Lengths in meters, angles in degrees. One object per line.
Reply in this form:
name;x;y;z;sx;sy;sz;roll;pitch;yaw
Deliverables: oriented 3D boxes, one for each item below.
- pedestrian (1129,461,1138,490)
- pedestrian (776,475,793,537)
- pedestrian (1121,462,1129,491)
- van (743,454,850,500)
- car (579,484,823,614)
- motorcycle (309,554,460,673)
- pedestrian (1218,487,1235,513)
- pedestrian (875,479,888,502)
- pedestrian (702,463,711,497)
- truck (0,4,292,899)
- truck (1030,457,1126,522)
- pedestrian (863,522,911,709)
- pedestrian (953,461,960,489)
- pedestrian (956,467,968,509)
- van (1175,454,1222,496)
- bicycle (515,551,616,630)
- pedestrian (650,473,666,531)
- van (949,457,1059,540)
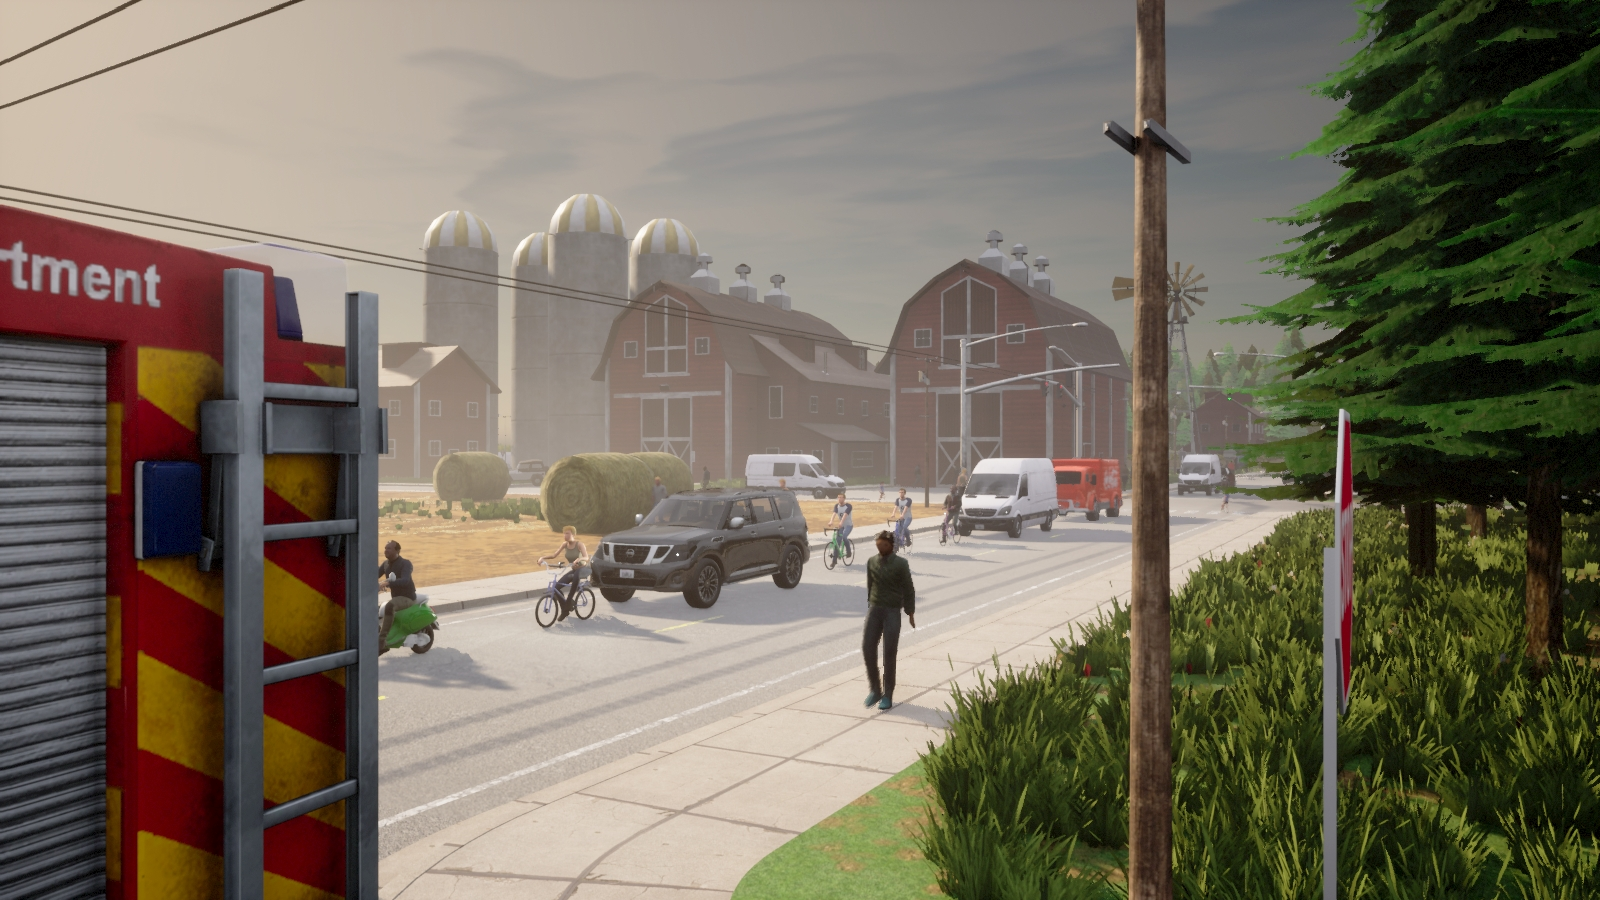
pedestrian;22.179;1.695;75.999;0.375;1.860;0.375;0;0;-19
pedestrian;-0.473;1.695;34.669;0.375;1.860;0.375;0;0;40
pedestrian;20.685;1.694;72.764;0.375;1.860;0.375;0;0;37
van;-0.223;1.504;65.692;5.915;2.561;1.988;0;0;27
car;-1.731;1.779;22.468;2.150;2.045;5.566;0;0;27
motorcycle;-5.546;2.142;15.355;0.856;1.316;1.805;0;0;28
pedestrian;19.027;2.225;50.938;0.500;1.100;0.500;0;0;-23
pedestrian;4.129;2.049;57.810;0.500;1.100;0.500;0;0;32
pedestrian;-5.135;1.670;62.814;0.375;1.860;0.375;0;0;22
truck;-6.045;0.867;3.696;8.468;3.827;2.891;0;0;21
truck;11.544;1.565;47.173;2.627;2.467;5.204;0;0;29
pedestrian;0.905;1.696;11.822;0.375;1.860;0.375;0;0;27
pedestrian;10.604;1.703;77.335;0.375;1.860;0.375;0;0;28
pedestrian;7.226;1.681;50.952;0.375;1.860;0.375;0;0;30
van;25.711;1.534;73.539;1.988;2.561;5.915;0;0;28
bicycle;-3.806;2.256;18.624;0.859;1.080;1.487;0;0;28
pedestrian;-4.572;1.677;36.803;0.375;1.860;0.375;0;0;20
van;7.076;1.534;38.974;1.988;2.561;5.915;0;0;28
